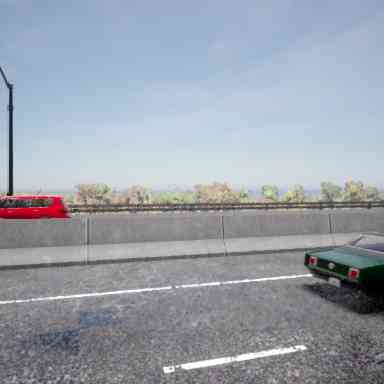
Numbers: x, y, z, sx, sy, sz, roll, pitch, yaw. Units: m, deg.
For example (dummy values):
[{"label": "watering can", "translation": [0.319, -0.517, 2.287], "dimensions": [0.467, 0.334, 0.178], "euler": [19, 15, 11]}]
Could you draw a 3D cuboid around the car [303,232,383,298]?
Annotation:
[{"label": "car", "translation": [5.101, 1.600, 7.640], "dimensions": [4.718, 1.301, 1.895], "euler": [0, 0, -18]}]

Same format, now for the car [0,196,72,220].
[{"label": "car", "translation": [-9.452, 1.222, 17.936], "dimensions": [5.566, 2.045, 2.150], "euler": [0, 0, -18]}]

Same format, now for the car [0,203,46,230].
[{"label": "car", "translation": [-11.899, 1.493, 20.833], "dimensions": [4.902, 1.511, 2.128], "euler": [0, 0, -18]}]

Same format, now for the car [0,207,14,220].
[{"label": "car", "translation": [-10.384, 1.527, 13.972], "dimensions": [4.674, 1.442, 1.812], "euler": [0, 0, -18]}]
